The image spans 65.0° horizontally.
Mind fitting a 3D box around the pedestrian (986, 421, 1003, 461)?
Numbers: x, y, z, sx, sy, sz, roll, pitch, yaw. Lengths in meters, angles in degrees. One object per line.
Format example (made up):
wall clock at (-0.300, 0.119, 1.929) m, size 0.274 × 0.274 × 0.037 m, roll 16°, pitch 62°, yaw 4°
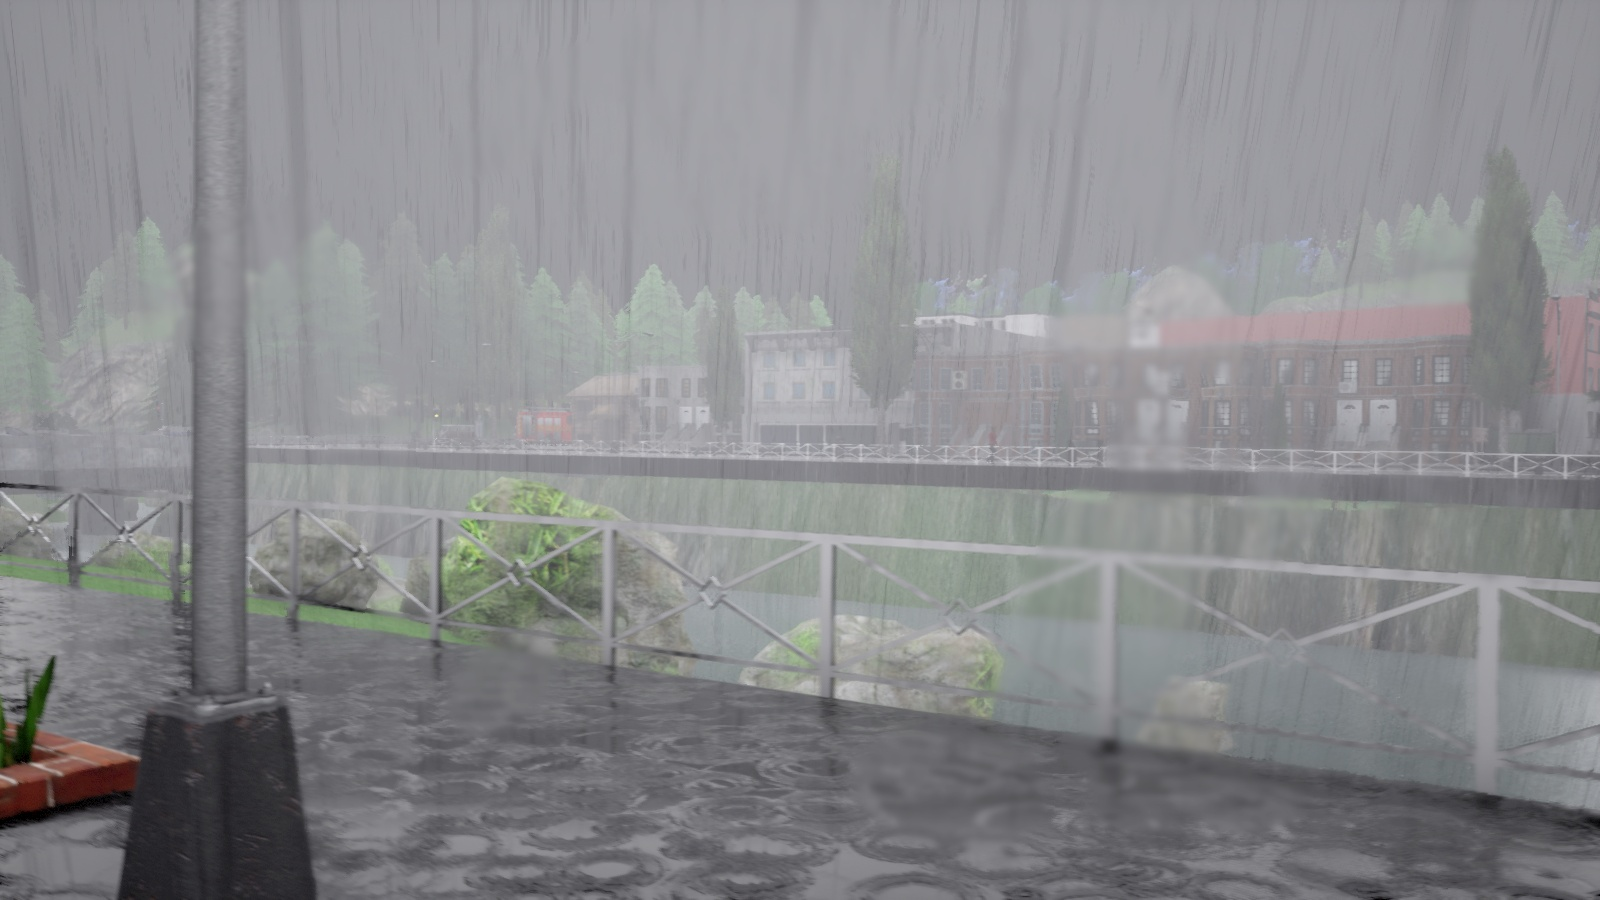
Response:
pedestrian at (8.942, -0.428, 57.740) m, size 0.636 × 1.846 × 0.331 m, roll 0°, pitch 1°, yaw 34°
